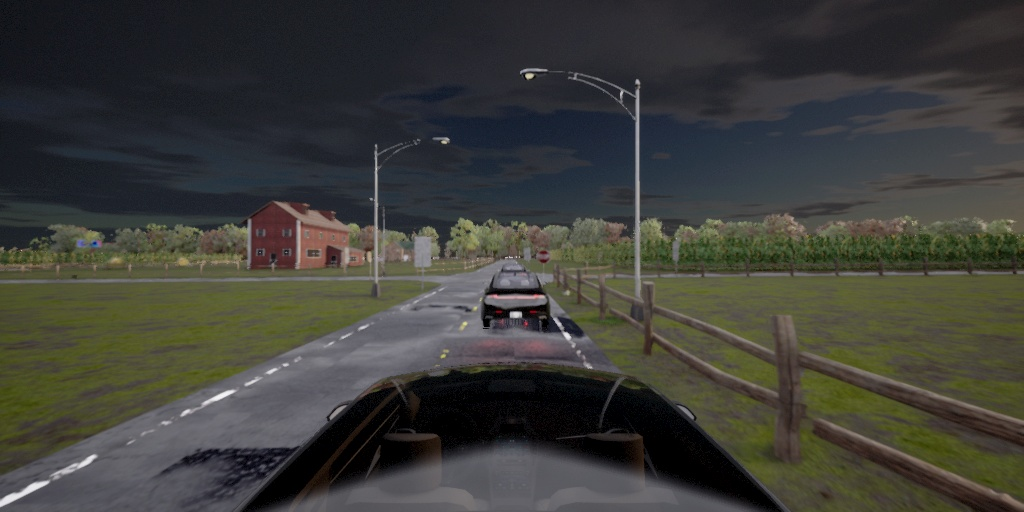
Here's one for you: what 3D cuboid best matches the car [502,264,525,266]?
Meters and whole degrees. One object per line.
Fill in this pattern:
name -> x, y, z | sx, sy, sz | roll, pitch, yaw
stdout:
car -> 0.093, 1.202, 21.892 | 2.128, 1.511, 4.902 | 0, 0, 0

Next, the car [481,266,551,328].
car -> 0.097, 1.224, 11.245 | 2.128, 1.511, 4.902 | 0, 0, 0
